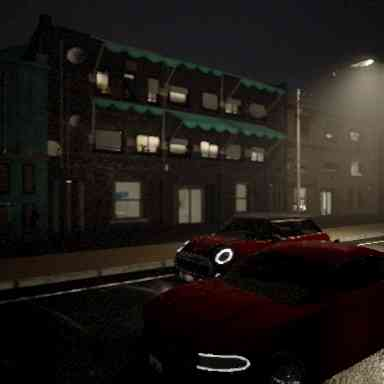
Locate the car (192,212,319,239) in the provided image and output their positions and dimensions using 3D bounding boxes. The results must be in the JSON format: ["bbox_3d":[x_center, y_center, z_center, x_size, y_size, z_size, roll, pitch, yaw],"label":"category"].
[{"bbox_3d":[1.766,1.407,8.937,4.553,1.767,2.097,1,0,-35],"label":"car"}]

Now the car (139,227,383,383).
[{"bbox_3d":[1.662,1.512,4.872,5.008,1.535,1.882,1,0,-35],"label":"car"}]
